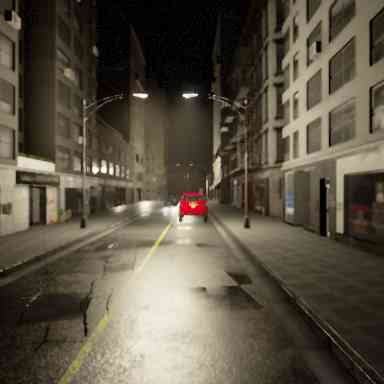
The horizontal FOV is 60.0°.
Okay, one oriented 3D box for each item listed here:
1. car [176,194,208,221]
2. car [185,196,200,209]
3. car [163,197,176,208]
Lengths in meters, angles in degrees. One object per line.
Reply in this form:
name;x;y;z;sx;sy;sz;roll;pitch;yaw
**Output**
car;0.098;1.170;26.577;2.150;2.045;5.566;0;-1;0
car;0.095;1.404;44.532;1.882;1.535;5.008;0;0;0
car;-3.057;1.416;47.802;2.128;1.511;4.902;0;0;0
